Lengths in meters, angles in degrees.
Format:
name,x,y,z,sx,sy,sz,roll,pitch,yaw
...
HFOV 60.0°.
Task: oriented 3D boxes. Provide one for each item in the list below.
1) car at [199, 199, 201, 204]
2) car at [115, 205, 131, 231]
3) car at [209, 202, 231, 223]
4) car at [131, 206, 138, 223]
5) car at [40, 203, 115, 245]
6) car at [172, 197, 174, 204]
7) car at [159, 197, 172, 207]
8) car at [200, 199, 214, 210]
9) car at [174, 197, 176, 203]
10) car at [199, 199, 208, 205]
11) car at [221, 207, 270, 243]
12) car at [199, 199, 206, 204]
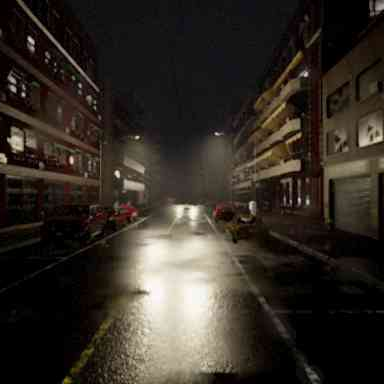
name,x,y,z,sx,sy,sz,roll,pitch,yaw
car,2.771,2.246,73.192,1.752,1.417,4.829,0,-1,0
car,-5.665,1.662,22.312,1.967,1.590,4.097,0,-1,0
car,2.721,1.823,27.935,1.887,1.381,4.507,0,-1,0
car,-5.659,1.823,27.949,1.887,1.381,4.507,0,-1,0
car,-5.670,1.482,16.679,2.192,1.841,5.009,0,-1,0
car,-5.611,2.269,73.036,2.008,1.369,4.403,0,-1,0
car,-5.617,2.215,67.399,2.008,1.369,4.403,0,-1,0
car,2.746,2.050,50.478,2.008,1.369,4.403,0,-1,0
car,-5.599,2.373,84.308,1.887,1.381,4.507,0,-1,0
car,2.776,2.339,78.658,1.947,1.339,4.313,0,-1,0
car,2.709,1.694,16.833,1.752,1.417,4.829,0,-1,0
car,2.788,2.465,89.930,1.802,1.307,4.206,0,-1,0
